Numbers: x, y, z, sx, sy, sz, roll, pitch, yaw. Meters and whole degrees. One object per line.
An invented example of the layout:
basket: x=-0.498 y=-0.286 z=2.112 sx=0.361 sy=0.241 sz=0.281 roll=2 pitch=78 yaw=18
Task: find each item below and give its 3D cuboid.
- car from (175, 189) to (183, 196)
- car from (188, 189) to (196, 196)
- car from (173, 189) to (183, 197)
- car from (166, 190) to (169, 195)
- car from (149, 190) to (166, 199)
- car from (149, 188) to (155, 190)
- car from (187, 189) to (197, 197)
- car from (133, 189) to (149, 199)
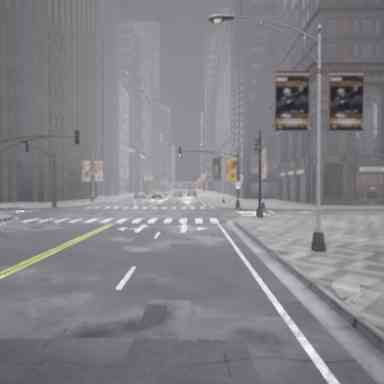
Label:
car: x=-3.246 y=0.097 z=84.062 sx=1.837 sy=1.490 sz=4.892 roll=0 pitch=1 yaw=0
car: x=0.004 y=0.098 z=84.062 sx=1.837 sy=1.490 sz=4.892 roll=0 pitch=1 yaw=0
car: x=-3.246 y=0.460 z=74.061 sx=1.994 sy=1.385 sz=4.181 roll=0 pitch=1 yaw=0
car: x=-6.496 y=0.195 z=78.068 sx=2.097 sy=1.767 sz=4.553 roll=0 pitch=1 yaw=0
car: x=-6.517 y=0.688 z=62.513 sx=1.895 sy=1.301 sz=4.718 roll=0 pitch=1 yaw=1
car: x=-9.746 y=0.065 z=78.007 sx=2.150 sy=2.045 sz=5.566 roll=0 pitch=1 yaw=0
car: x=0.004 y=0.263 z=74.028 sx=2.097 sy=1.767 sz=4.553 roll=0 pitch=1 yaw=0
car: x=-9.768 y=0.613 z=62.491 sx=1.812 sy=1.442 sz=4.674 roll=0 pitch=1 yaw=1
